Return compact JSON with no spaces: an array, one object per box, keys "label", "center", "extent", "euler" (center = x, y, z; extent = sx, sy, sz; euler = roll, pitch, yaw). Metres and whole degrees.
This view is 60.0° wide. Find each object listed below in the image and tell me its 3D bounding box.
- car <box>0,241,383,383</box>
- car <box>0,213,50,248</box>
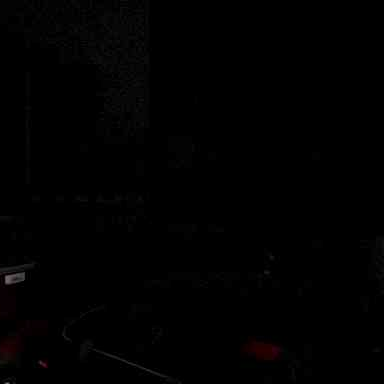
[{"label":"car","center":[-0.033,1.440,2.985],"extent":[4.097,1.590,1.967],"euler":[0,0,35]},{"label":"car","center":[-4.464,1.315,6.138],"extent":[5.009,1.841,2.192],"euler":[0,0,35]}]
